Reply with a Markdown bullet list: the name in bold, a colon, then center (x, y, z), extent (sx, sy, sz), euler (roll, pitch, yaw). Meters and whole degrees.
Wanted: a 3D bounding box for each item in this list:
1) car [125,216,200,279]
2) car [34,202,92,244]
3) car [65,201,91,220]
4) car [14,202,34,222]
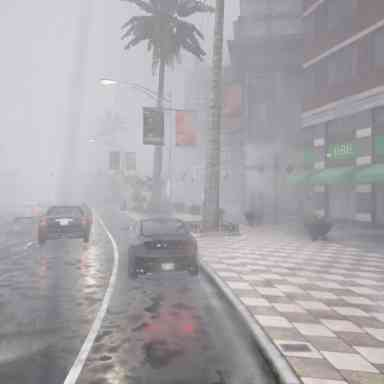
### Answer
- **car**: center (-1.037, 1.503, 10.202), extent (1.837, 1.490, 4.892), euler (0, 0, -11)
- **car**: center (-5.948, 1.346, 16.029), extent (2.097, 1.767, 4.553), euler (0, 0, -16)
- **car**: center (-9.879, 1.554, 28.923), extent (1.994, 1.385, 4.181), euler (0, 0, -18)
- **car**: center (-12.649, 1.516, 26.144), extent (1.812, 1.442, 4.674), euler (0, -1, -18)
